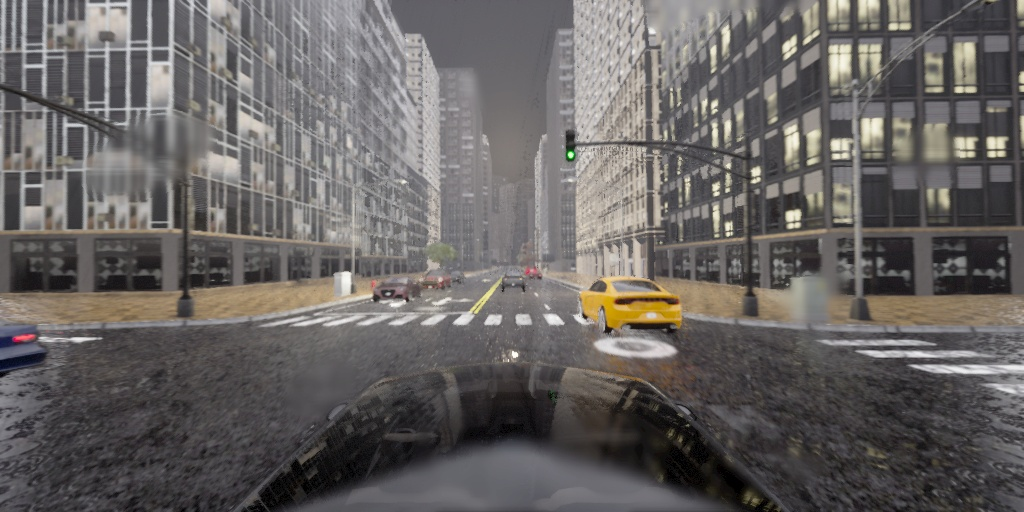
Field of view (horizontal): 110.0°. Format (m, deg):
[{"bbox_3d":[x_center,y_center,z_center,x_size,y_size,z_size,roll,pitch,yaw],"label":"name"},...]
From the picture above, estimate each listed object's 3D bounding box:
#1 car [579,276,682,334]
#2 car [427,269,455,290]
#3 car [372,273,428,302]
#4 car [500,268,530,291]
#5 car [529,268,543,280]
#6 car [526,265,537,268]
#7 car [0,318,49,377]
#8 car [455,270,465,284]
[{"bbox_3d":[3.354,1.383,11.105,1.882,1.535,5.008,0,-2,0],"label":"car"},{"bbox_3d":[-6.561,1.972,31.064,2.097,1.767,4.553,-1,-2,0],"label":"car"},{"bbox_3d":[-6.594,1.889,21.060,1.994,1.385,4.181,-1,-2,0],"label":"car"},{"bbox_3d":[0.101,1.987,29.009,2.128,1.511,4.902,-1,-2,0],"label":"car"},{"bbox_3d":[3.260,2.713,51.052,1.895,1.301,4.718,-1,-2,0],"label":"car"},{"bbox_3d":[3.260,2.630,61.245,2.150,2.045,5.566,-1,-2,0],"label":"car"},{"bbox_3d":[-10.167,1.346,5.507,5.357,1.411,2.033,0,-1,11],"label":"car"},{"bbox_3d":[-6.496,2.424,41.255,1.837,1.490,4.892,-1,-2,0],"label":"car"}]
